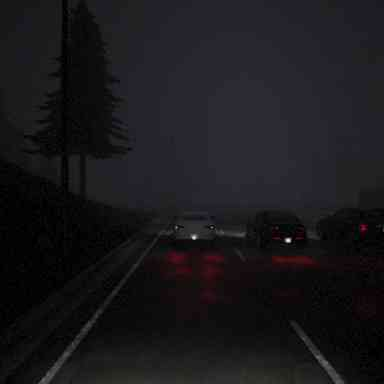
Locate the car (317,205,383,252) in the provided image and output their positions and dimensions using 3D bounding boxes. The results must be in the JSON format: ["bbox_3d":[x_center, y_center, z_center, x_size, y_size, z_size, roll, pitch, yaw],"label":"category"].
[{"bbox_3d":[7.085,1.394,14.253,2.097,1.767,4.553,0,0,0],"label":"car"}]

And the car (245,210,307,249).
[{"bbox_3d":[3.588,1.548,14.787,1.837,1.490,4.892,0,0,0],"label":"car"}]

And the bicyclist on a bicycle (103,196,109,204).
[{"bbox_3d":[-16.684,1.491,64.327,0.582,1.620,1.656,0,0,30],"label":"bicyclist on a bicycle"}]

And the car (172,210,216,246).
[{"bbox_3d":[0.083,1.572,15.532,1.812,1.442,4.674,0,0,0],"label":"car"}]
